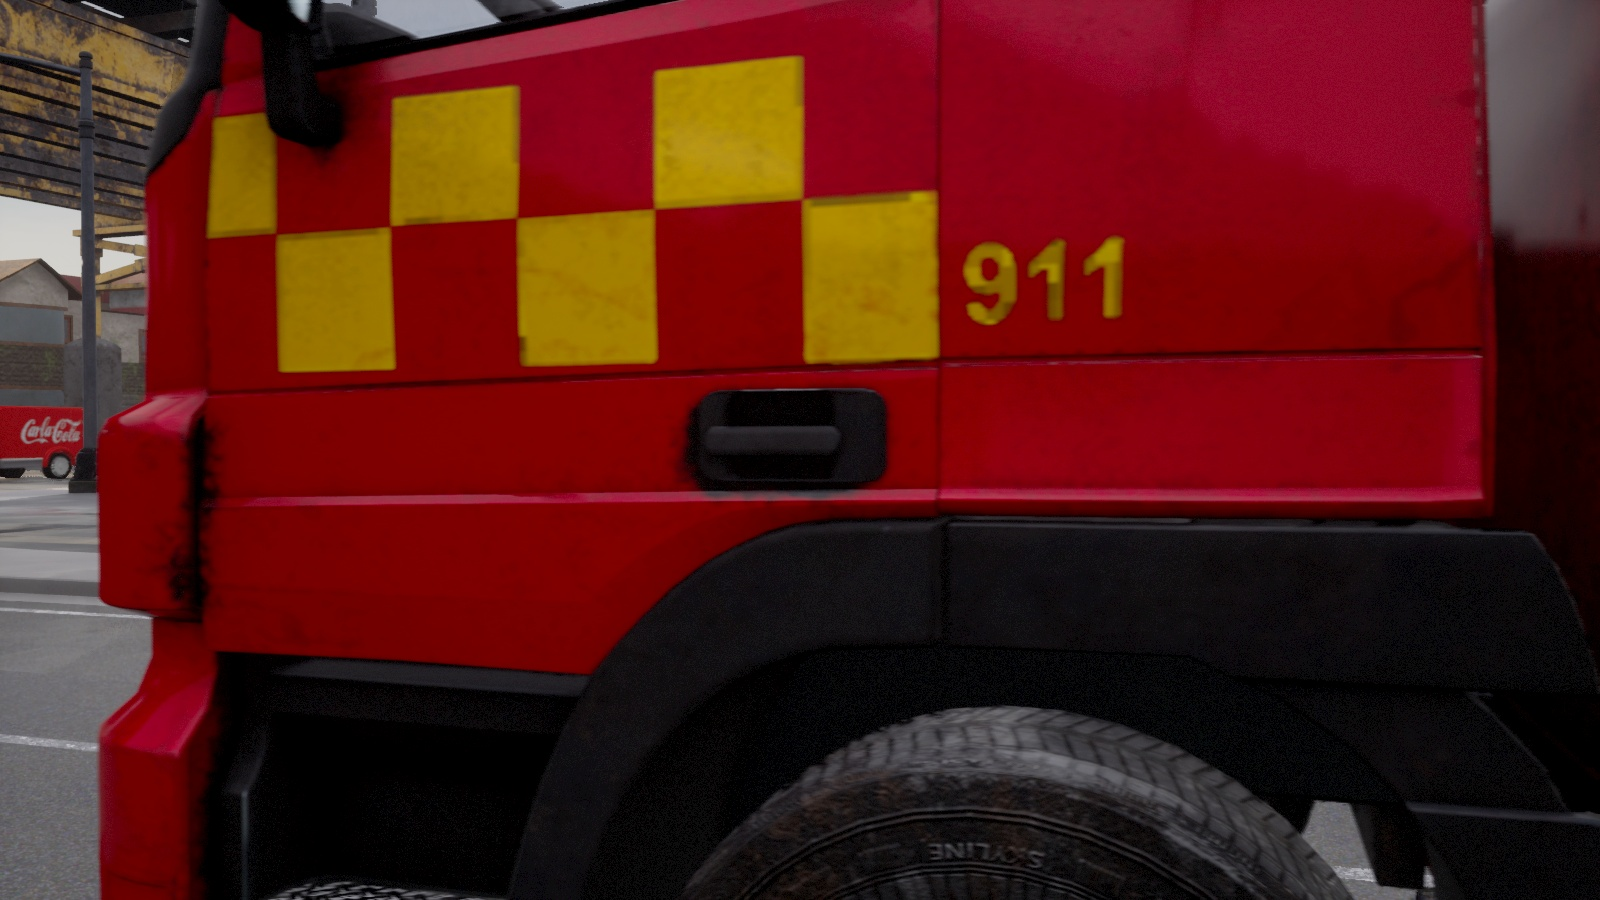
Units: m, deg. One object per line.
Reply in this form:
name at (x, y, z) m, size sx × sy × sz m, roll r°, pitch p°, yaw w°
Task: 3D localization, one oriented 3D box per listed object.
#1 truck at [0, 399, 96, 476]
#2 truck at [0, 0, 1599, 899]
truck at (-26.535, -0.425, 41.548) m, size 2.627 × 2.467 × 5.204 m, roll 0°, pitch 1°, yaw 20°
truck at (2.809, -0.363, 2.231) m, size 8.468 × 3.827 × 2.891 m, roll 1°, pitch 1°, yaw 19°
